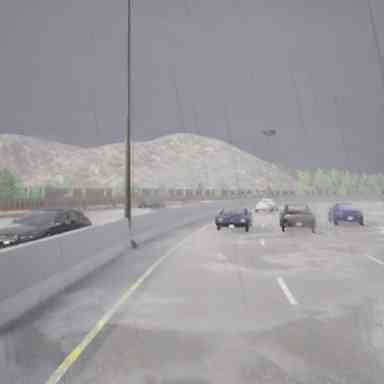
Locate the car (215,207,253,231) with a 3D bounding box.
[{"bbox_3d":[2.665,1.567,20.220,1.895,1.301,4.718,0,0,13],"label":"car"}]

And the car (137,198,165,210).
[{"bbox_3d":[-5.068,1.452,41.578,1.994,1.385,4.181,0,0,24],"label":"car"}]

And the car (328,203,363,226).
[{"bbox_3d":[10.836,1.517,23.614,1.812,1.442,4.674,0,0,16],"label":"car"}]

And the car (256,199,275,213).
[{"bbox_3d":[8.374,1.477,37.013,1.812,1.442,4.674,0,0,24],"label":"car"}]

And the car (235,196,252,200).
[{"bbox_3d":[7.929,1.408,51.512,2.128,1.511,4.902,0,0,32],"label":"car"}]

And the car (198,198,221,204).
[{"bbox_3d":[2.662,1.502,49.498,1.895,1.301,4.718,0,0,29],"label":"car"}]

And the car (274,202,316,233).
[{"bbox_3d":[6.227,1.472,19.938,2.128,1.511,4.902,0,0,13],"label":"car"}]

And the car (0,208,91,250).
[{"bbox_3d":[-5.863,1.451,13.612,1.837,1.490,4.892,0,0,9],"label":"car"}]
